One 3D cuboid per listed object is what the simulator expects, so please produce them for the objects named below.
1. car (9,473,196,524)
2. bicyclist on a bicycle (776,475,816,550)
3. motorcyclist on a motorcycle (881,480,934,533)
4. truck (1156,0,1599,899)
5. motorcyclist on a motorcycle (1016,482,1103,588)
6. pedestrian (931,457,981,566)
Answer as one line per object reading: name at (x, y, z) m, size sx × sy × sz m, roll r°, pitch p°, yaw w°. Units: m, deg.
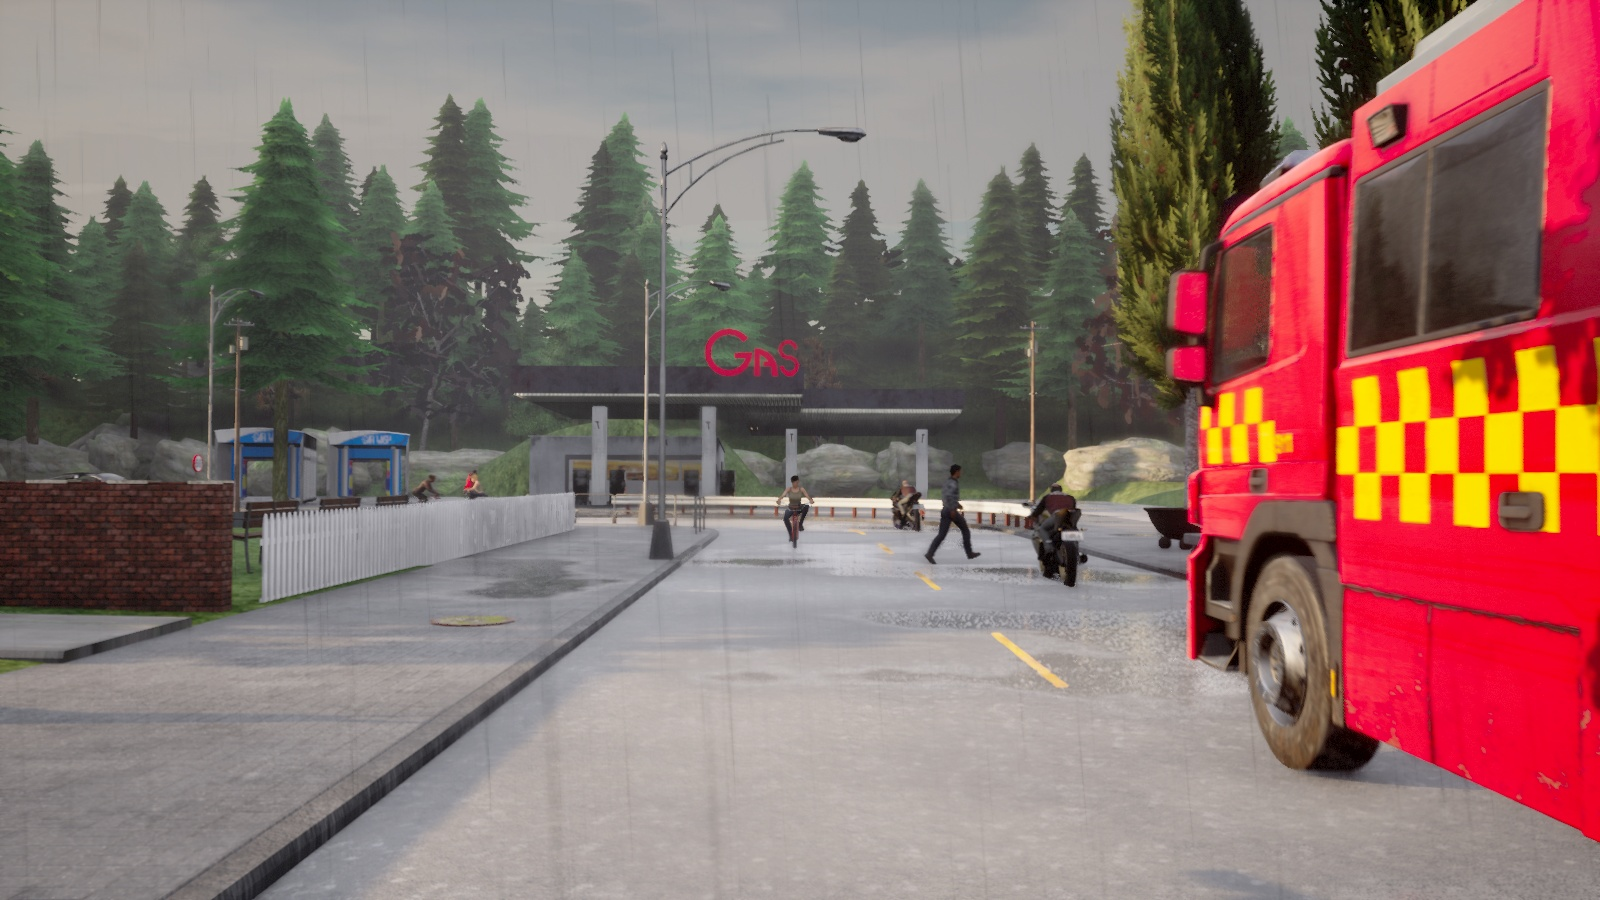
car at (-23.232, 1.604, 41.963) m, size 5.027 × 1.651 × 2.152 m, roll 0°, pitch -1°, yaw 0°
bicyclist on a bicycle at (-0.090, 1.360, 27.689) m, size 0.866 × 1.612 × 1.509 m, roll 0°, pitch -1°, yaw 0°
motorcyclist on a motorcycle at (3.191, 1.663, 37.661) m, size 0.866 × 1.530 × 2.191 m, roll -1°, pitch -1°, yaw -15°
truck at (3.984, -0.258, 4.627) m, size 2.891 × 3.827 × 8.468 m, roll 0°, pitch -1°, yaw 0°
motorcyclist on a motorcycle at (3.954, 1.261, 19.344) m, size 0.866 × 1.530 × 2.191 m, roll 0°, pitch -1°, yaw 0°
pedestrian at (2.827, 1.099, 22.813) m, size 0.788 × 1.949 × 0.423 m, roll 0°, pitch -1°, yaw -17°
